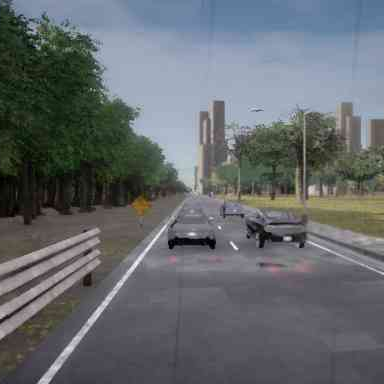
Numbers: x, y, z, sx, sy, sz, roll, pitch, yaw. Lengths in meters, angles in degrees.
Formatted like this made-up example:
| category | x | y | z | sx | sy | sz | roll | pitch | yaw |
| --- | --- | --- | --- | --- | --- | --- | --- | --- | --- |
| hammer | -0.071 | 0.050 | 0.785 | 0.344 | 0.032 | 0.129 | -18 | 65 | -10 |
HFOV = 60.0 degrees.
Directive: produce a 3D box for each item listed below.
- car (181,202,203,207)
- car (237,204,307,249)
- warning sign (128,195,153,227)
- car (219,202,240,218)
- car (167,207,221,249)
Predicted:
| category | x | y | z | sx | sy | sz | roll | pitch | yaw |
| --- | --- | --- | --- | --- | --- | --- | --- | --- | --- |
| car | 0.001 | 1.573 | 29.619 | 1.994 | 1.385 | 4.181 | 0 | 0 | 0 |
| car | 3.500 | 1.496 | 14.619 | 2.128 | 1.511 | 4.902 | 0 | 0 | 0 |
| warning sign | -3.049 | 1.115 | 19.898 | 1.300 | 1.860 | 1.060 | 0 | 0 | 0 |
| car | 3.501 | 1.563 | 29.619 | 2.033 | 1.411 | 5.357 | 0 | 0 | 0 |
| car | 0.001 | 1.573 | 14.619 | 1.994 | 1.385 | 4.181 | 0 | 0 | 0 |
